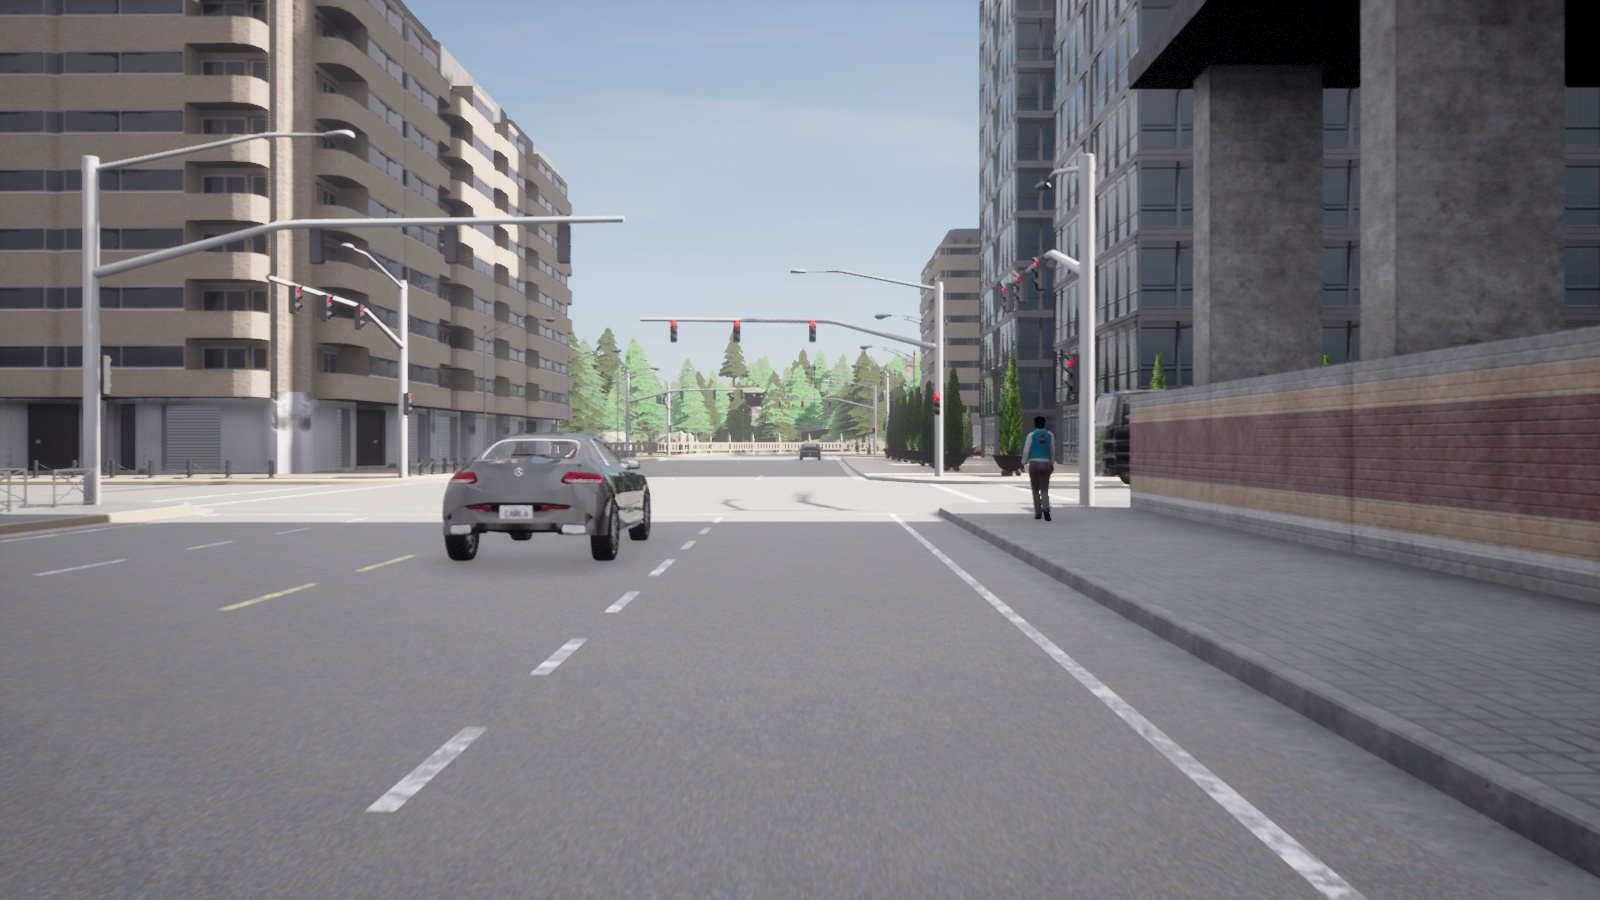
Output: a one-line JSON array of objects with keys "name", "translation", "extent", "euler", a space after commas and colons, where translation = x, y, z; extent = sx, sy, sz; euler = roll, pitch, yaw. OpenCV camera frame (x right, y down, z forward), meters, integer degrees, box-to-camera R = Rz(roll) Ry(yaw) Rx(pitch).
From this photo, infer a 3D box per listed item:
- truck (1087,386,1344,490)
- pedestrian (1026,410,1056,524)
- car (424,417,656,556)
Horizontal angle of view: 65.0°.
[{"name": "truck", "translation": [14.193, -0.413, 43.359], "extent": [7.936, 3.462, 2.891], "euler": [0, 0, 1]}, {"name": "pedestrian", "translation": [4.137, 0.285, 21.585], "extent": [0.396, 1.930, 0.692], "euler": [0, 0, 1]}, {"name": "car", "translation": [-3.386, 0.424, 17.451], "extent": [2.152, 1.651, 5.027], "euler": [0, 0, 0]}]
